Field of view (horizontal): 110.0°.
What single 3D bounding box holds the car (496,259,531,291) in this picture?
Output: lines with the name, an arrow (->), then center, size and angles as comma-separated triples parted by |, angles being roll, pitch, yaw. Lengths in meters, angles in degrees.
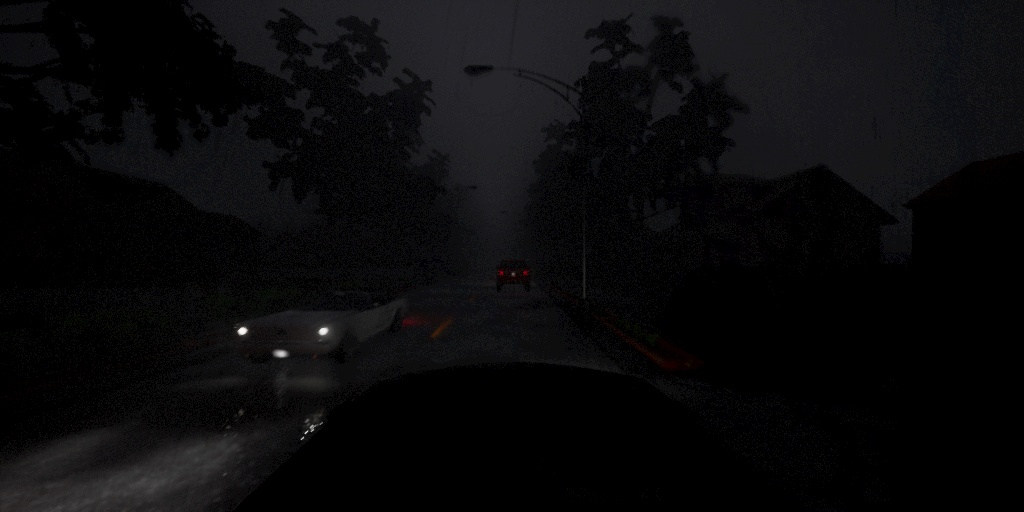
car -> 0.091, 1.238, 24.473 | 2.150, 2.045, 5.566 | 0, -1, 0

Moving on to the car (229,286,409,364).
car -> -4.019, 1.431, 8.463 | 1.895, 1.301, 4.718 | 0, -1, 0
